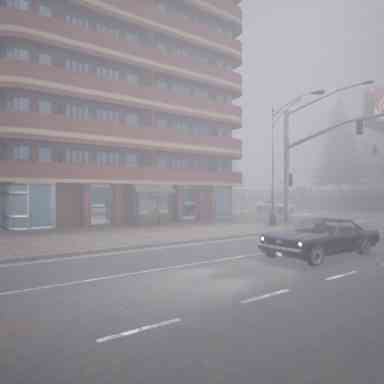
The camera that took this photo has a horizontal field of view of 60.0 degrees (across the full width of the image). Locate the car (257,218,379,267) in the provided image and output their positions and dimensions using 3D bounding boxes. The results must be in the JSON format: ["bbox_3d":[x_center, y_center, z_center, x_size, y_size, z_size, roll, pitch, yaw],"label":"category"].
[{"bbox_3d":[4.475,1.600,11.557,4.718,1.301,1.895,0,0,-36],"label":"car"}]

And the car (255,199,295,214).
[{"bbox_3d":[8.903,1.526,36.193,1.812,1.442,4.674,0,0,-36],"label":"car"}]
